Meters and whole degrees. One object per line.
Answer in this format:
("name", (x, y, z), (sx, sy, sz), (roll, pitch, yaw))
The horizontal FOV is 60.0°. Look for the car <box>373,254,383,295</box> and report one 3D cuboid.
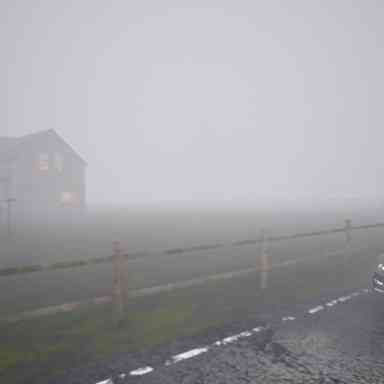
("car", (5.921, 1.505, 7.493), (4.902, 1.511, 2.128), (0, 0, -37))
